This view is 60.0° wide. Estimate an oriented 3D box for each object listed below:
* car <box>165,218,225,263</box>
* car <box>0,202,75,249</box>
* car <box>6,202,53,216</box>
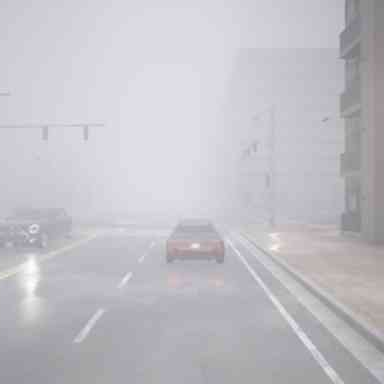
[{"bbox_3d":[0.101,1.644,12.251,1.994,1.385,4.181,0,0,0],"label":"car"},{"bbox_3d":[-7.002,1.449,14.974,2.097,1.767,4.553,0,0,0],"label":"car"},{"bbox_3d":[-17.456,1.798,35.910,4.181,1.385,1.994,0,-1,9],"label":"car"}]
